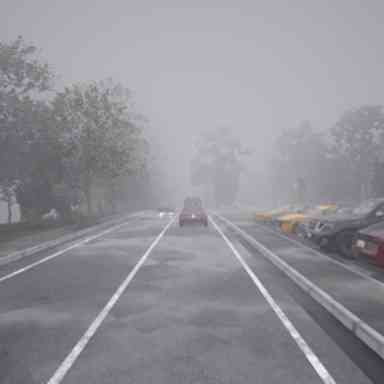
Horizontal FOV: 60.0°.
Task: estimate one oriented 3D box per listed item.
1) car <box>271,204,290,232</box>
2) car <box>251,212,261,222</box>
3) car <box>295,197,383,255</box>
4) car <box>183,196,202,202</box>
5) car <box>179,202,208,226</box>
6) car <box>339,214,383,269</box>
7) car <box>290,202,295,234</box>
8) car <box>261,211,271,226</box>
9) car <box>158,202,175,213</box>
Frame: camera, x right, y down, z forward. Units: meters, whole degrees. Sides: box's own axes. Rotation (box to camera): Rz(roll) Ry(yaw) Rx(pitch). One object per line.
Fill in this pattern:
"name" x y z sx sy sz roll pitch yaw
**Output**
"car" 7.084 1.479 17.722 5.008 1.535 2.097 0 0 0
"car" 6.894 1.511 23.263 5.366 1.575 1.946 0 0 0
"car" 7.047 1.223 12.173 5.566 2.045 2.435 0 0 0
"car" 0.085 1.580 40.893 2.150 2.045 5.566 0 -1 0
"car" 0.094 1.630 24.235 1.994 1.385 4.181 0 -1 0
"car" 7.104 1.506 9.397 4.792 1.488 2.163 0 0 0
"car" 7.108 1.349 14.945 4.553 1.767 2.185 0 0 0
"car" 7.084 1.494 20.494 4.892 1.521 2.231 0 0 0
"car" -3.348 1.997 43.844 1.994 1.385 4.181 0 -2 0
